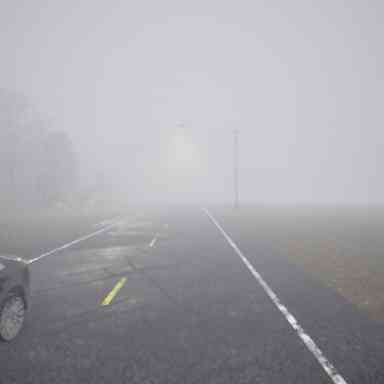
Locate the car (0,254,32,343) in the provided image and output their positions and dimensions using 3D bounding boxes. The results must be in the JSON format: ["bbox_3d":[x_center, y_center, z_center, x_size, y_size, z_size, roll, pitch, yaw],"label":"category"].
[{"bbox_3d":[-3.600,1.492,3.620,2.128,1.511,4.902,0,0,0],"label":"car"}]
